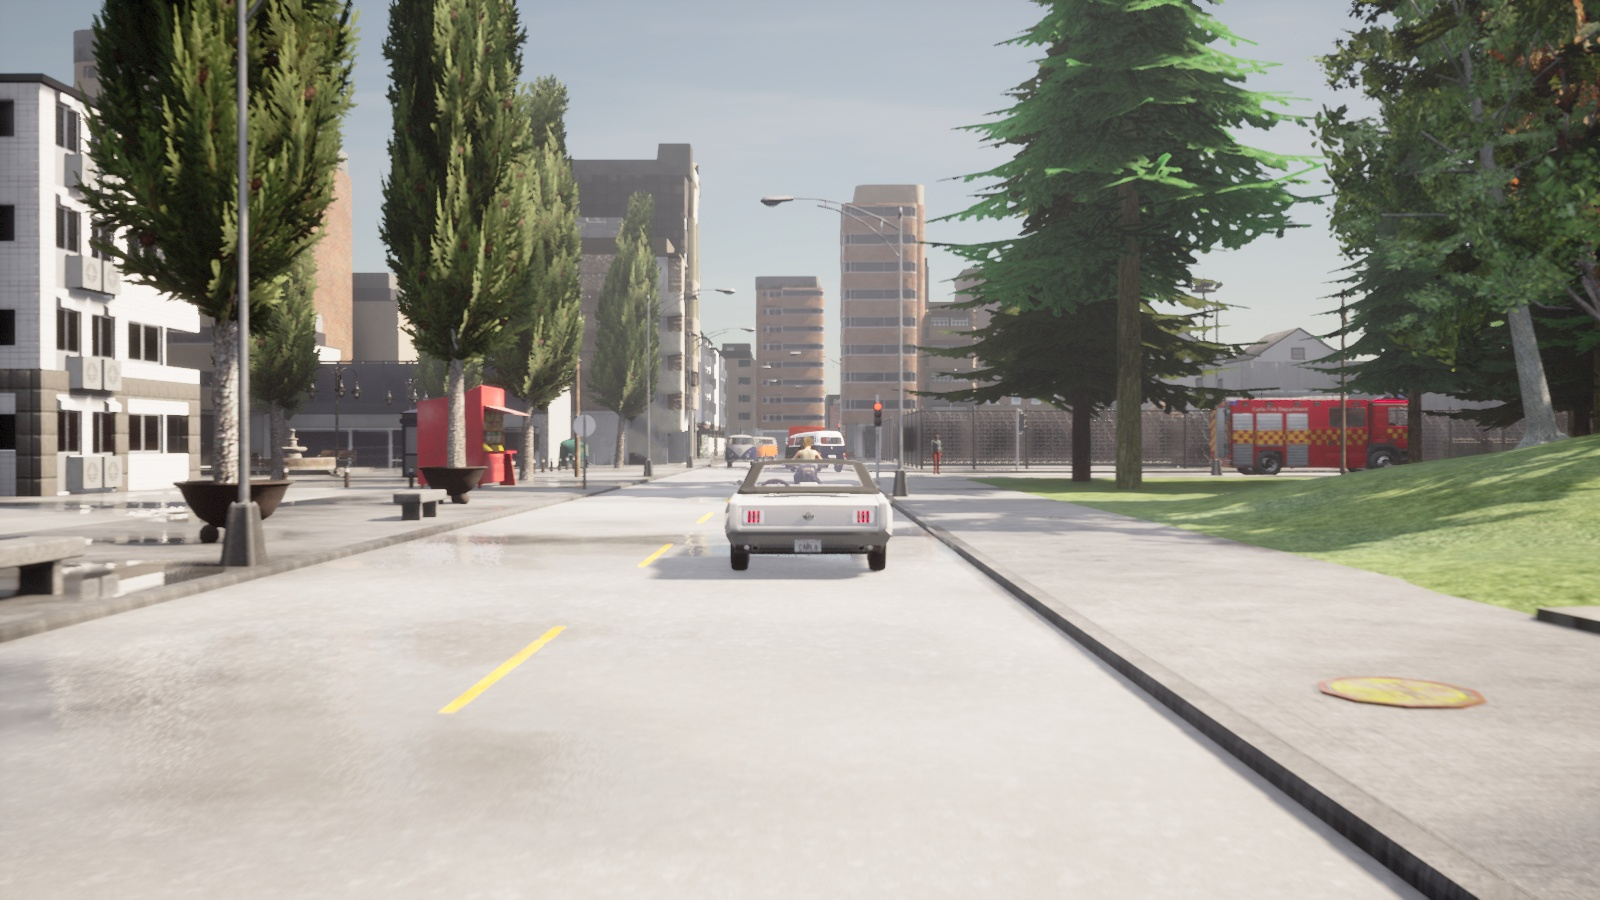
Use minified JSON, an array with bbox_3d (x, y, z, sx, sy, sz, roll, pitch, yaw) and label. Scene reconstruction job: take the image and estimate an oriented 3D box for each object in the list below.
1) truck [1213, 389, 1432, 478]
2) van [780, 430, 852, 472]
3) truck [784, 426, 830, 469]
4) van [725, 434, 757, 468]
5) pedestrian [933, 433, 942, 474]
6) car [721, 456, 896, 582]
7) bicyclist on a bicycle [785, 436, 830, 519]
[{"bbox_3d":[22.998,-0.720,55.591,8.468,3.827,2.891,0,0,0],"label":"truck"},{"bbox_3d":[0.764,0.091,64.195,2.069,2.038,4.480,0,-1,-23],"label":"van"},{"bbox_3d":[0.369,-0.170,74.370,2.627,2.467,5.204,0,0,-1],"label":"truck"},{"bbox_3d":[-3.634,0.049,77.694,1.775,1.987,4.442,0,0,0],"label":"van"},{"bbox_3d":[6.219,0.174,56.947,0.353,1.847,0.614,0,0,1],"label":"pedestrian"},{"bbox_3d":[0.104,0.755,15.920,1.895,1.301,4.718,0,0,0],"label":"car"},{"bbox_3d":[0.150,0.538,25.192,0.866,1.612,1.509,0,0,1],"label":"bicyclist on a bicycle"}]
